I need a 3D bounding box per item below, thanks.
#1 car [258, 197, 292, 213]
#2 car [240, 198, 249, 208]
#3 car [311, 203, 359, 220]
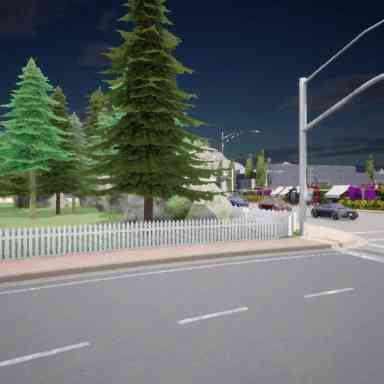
[{"bbox_3d":[9.337,1.408,37.718,2.097,1.767,4.553,0,0,-16],"label":"car"},{"bbox_3d":[6.409,1.533,47.613,1.882,1.535,5.008,0,0,-17],"label":"car"},{"bbox_3d":[12.090,1.619,28.427,1.994,1.385,4.181,0,0,-16],"label":"car"}]
